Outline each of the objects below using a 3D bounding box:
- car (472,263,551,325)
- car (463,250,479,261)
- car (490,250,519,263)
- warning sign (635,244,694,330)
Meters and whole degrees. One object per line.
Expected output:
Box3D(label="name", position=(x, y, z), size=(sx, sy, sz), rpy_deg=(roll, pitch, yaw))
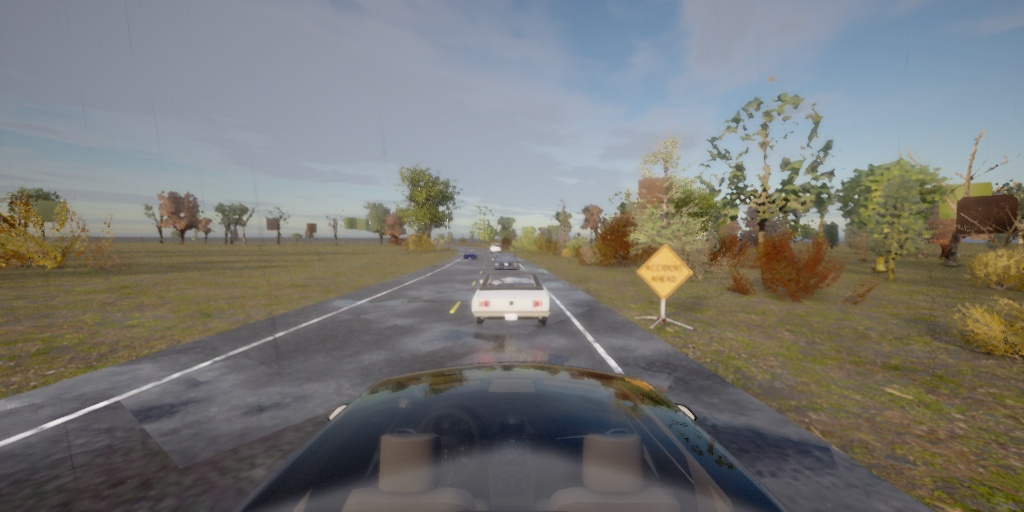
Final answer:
Box3D(label="car", position=(-0.029, 1.067, 10.565), size=(1.895, 1.301, 4.718), rpy_deg=(0, 2, 0))
Box3D(label="car", position=(-5.174, -0.085, 45.137), size=(1.895, 1.301, 4.718), rpy_deg=(0, 2, -4))
Box3D(label="car", position=(-0.454, 0.512, 25.936), size=(2.033, 1.411, 5.357), rpy_deg=(0, 2, -2))
Box3D(label="warning sign", position=(3.508, 0.651, 8.371), size=(1.300, 1.860, 1.060), rpy_deg=(0, 0, -1))
